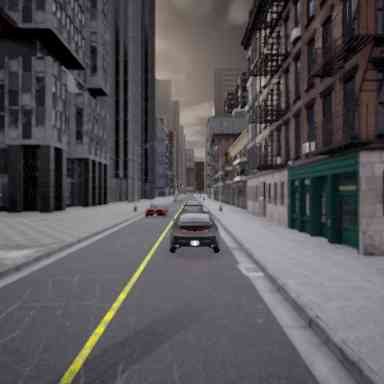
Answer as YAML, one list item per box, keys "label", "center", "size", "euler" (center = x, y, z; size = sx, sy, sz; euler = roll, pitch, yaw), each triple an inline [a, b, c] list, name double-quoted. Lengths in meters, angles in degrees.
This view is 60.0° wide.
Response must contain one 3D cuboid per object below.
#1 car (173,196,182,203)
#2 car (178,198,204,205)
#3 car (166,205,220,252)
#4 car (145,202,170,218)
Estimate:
- label: "car"
  center: [-3.002, 1.633, 70.880]
  size: [1.994, 1.385, 4.181]
  euler: [0, 0, 0]
- label: "car"
  center: [0.098, 1.518, 31.371]
  size: [2.128, 1.511, 4.902]
  euler: [0, 0, 0]
- label: "car"
  center: [0.100, 1.510, 13.928]
  size: [1.837, 1.490, 4.892]
  euler: [0, 0, 0]
- label: "car"
  center: [-3.100, 1.625, 30.175]
  size: [1.895, 1.301, 4.718]
  euler: [0, 0, 0]
